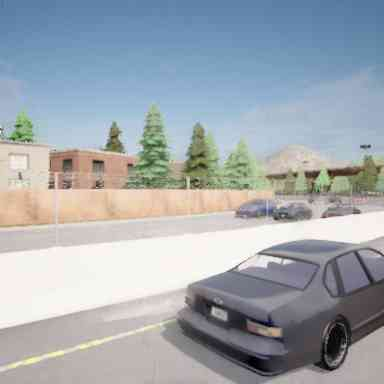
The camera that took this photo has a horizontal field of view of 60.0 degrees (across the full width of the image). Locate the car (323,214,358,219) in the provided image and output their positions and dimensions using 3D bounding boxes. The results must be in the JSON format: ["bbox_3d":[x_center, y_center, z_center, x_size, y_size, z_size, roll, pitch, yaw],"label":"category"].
[{"bbox_3d":[11.159,1.559,24.577,1.994,1.385,4.181,0,0,40],"label":"car"}]

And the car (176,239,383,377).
[{"bbox_3d":[2.291,1.548,5.692,5.357,1.411,2.033,0,0,-39],"label":"car"}]
